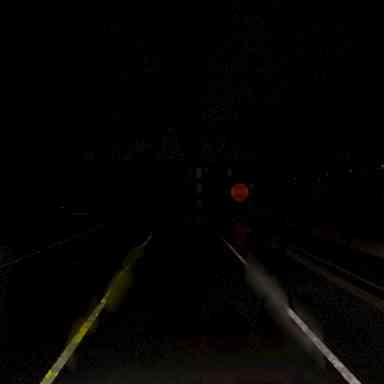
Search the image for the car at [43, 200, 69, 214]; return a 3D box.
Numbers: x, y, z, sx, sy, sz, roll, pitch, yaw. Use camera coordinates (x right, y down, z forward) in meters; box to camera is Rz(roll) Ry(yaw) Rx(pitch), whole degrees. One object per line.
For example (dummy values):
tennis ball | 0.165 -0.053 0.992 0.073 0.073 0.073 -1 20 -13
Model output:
car | -15.604 1.591 35.232 4.892 1.490 1.837 0 0 -2
